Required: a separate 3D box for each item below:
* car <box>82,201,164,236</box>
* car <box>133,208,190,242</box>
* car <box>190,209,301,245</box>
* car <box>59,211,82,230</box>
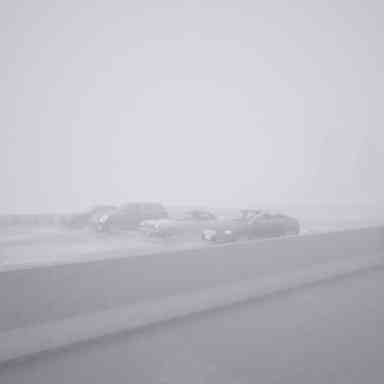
[{"bbox_3d":[-3.416,1.372,18.692,4.553,1.767,2.097,0,0,-35],"label":"car"},{"bbox_3d":[-0.231,1.625,16.648,4.718,1.301,1.895,0,0,-35],"label":"car"},{"bbox_3d":[2.635,1.519,14.383,4.902,1.511,2.128,0,0,-35],"label":"car"},{"bbox_3d":[-5.948,1.544,21.190,4.674,1.442,1.812,1,0,-35],"label":"car"}]
